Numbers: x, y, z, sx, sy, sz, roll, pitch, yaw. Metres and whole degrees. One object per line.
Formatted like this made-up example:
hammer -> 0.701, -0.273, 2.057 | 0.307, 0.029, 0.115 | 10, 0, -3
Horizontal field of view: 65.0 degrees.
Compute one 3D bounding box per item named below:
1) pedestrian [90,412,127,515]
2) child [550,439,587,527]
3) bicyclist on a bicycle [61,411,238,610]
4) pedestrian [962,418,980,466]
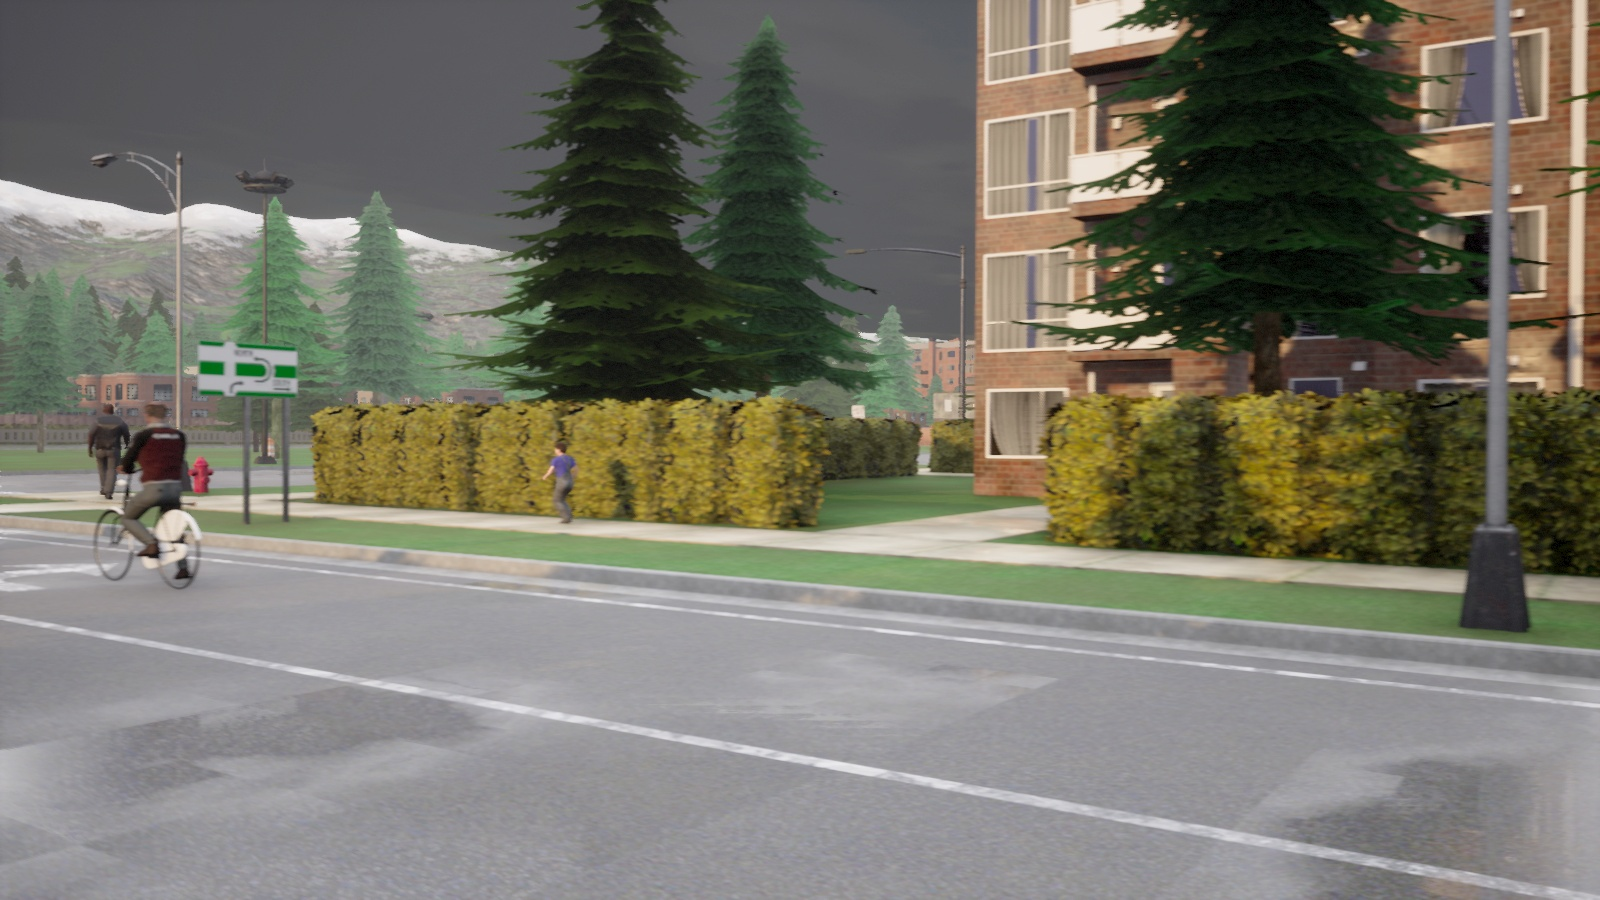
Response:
pedestrian -> -12.923, 0.243, 23.469 | 0.563, 1.883, 0.849 | -1, 1, -29
child -> -3.352, 0.474, 18.157 | 0.437, 1.263, 0.270 | 0, 1, 31
bicyclist on a bicycle -> -6.201, 0.533, 11.944 | 1.843, 1.776, 0.659 | 0, 1, 34
pedestrian -> 6.999, -0.333, 51.449 | 0.423, 1.949, 0.788 | 0, 1, 34
